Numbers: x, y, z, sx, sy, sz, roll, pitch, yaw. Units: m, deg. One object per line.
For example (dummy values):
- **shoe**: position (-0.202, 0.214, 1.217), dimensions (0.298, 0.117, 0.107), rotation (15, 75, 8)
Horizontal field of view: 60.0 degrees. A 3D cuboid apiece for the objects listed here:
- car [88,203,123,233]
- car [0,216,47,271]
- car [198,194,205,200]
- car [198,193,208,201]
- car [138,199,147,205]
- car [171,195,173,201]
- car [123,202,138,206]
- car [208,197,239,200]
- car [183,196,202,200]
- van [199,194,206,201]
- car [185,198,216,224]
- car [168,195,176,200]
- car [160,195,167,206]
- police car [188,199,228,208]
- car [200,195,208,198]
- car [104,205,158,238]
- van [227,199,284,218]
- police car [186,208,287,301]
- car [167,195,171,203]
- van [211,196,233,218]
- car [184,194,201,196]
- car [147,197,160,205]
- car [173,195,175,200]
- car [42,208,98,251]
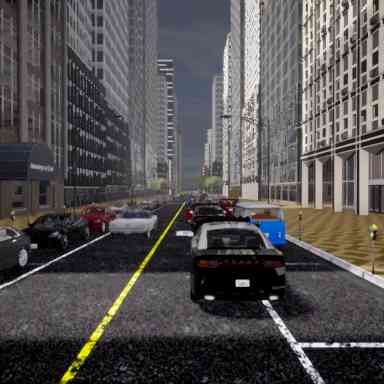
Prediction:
- **car**: position (-5.689, 1.540, 19.742), dimensions (1.887, 1.381, 4.507), rotation (-1, 0, 0)
- **car**: position (-5.695, 1.549, 8.375), dimensions (2.008, 1.369, 4.403), rotation (-1, 0, 0)
- **car**: position (2.726, 1.414, 93.626), dimensions (1.967, 1.590, 4.097), rotation (-1, 0, 0)
- **car**: position (2.719, 1.293, 82.259), dimensions (2.192, 1.841, 5.009), rotation (-1, 0, 0)
- **car**: position (-5.684, 1.575, 31.110), dimensions (1.802, 1.307, 4.206), rotation (-1, 0, 0)
- **car**: position (-5.666, 1.422, 70.895), dimensions (1.967, 1.590, 4.097), rotation (-1, 0, 0)
- **car**: position (-5.687, 1.545, 25.426), dimensions (2.008, 1.369, 4.403), rotation (-1, 0, 0)
- **car**: position (2.692, 1.309, 25.422), dimensions (2.192, 1.841, 5.009), rotation (-1, 0, 0)
- **car**: position (0.037, 1.590, 45.984), dimensions (1.895, 1.301, 4.718), rotation (0, 0, 1)
- **van**: position (2.722, 1.317, 87.942), dimensions (1.690, 1.788, 3.998), rotation (-1, 0, 0)
- **car**: position (0.654, 1.472, 24.501), dimensions (1.882, 1.535, 5.008), rotation (0, 0, 7)
- **car**: position (-5.654, 1.540, 93.630), dimensions (1.947, 1.339, 4.313), rotation (-1, 0, 0)
- **car**: position (-5.673, 1.538, 53.844), dimensions (2.008, 1.369, 4.403), rotation (-1, 0, 0)
- **police car**: position (0.908, 1.421, 18.512), dimensions (1.930, 1.638, 5.238), rotation (0, 0, 0)
- **car**: position (2.708, 1.538, 53.840), dimensions (2.008, 1.369, 4.403), rotation (-1, 0, 0)
- **car**: position (-2.990, 1.597, 17.664), dimensions (1.895, 1.301, 4.718), rotation (0, 0, 0)
- **van**: position (2.686, 1.338, 14.055), dimensions (1.690, 1.788, 3.998), rotation (-1, 0, 0)
- **police car**: position (0.903, 1.423, 8.511), dimensions (1.930, 1.638, 5.238), rotation (0, 0, 0)
- **car**: position (-5.667, 1.566, 65.211), dimensions (1.802, 1.307, 4.206), rotation (-1, 0, 0)
- **van**: position (2.695, 1.334, 31.106), dimensions (1.690, 1.788, 3.998), rotation (-1, 0, 0)
- **car**: position (0.028, 1.337, 59.385), dimensions (2.097, 1.767, 4.553), rotation (0, 0, 0)
- **car**: position (-5.679, 1.541, 42.477), dimensions (2.008, 1.369, 4.403), rotation (-1, 0, 0)
- **car**: position (-5.659, 1.504, 82.093), dimensions (1.752, 1.417, 4.829), rotation (-1, 0, 0)
- **car**: position (-5.692, 1.563, 14.059), dimensions (1.947, 1.339, 4.313), rotation (-1, 0, 0)
